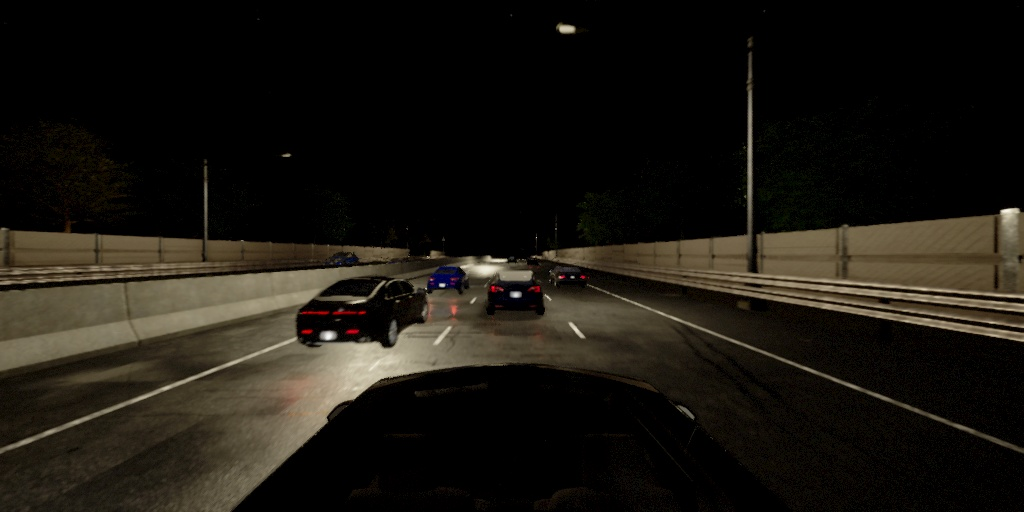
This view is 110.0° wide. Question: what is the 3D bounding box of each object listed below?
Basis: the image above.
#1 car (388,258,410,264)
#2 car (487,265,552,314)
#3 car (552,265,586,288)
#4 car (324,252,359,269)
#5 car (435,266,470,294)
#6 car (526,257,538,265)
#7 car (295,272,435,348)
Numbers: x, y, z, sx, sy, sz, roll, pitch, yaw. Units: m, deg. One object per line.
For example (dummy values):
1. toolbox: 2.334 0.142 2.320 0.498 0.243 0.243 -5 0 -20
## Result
1. car: -13.994 1.001 44.558 2.097 1.767 4.553 0 1 0
2. car: 0.103 1.276 13.871 2.163 1.488 4.792 0 0 -1
3. car: 3.603 1.300 23.812 2.033 1.411 5.357 0 0 0
4. car: -20.994 0.477 44.506 2.150 2.045 5.566 0 1 0
5. car: -3.497 1.288 20.267 1.812 1.442 4.674 0 0 0
6. car: 3.608 0.907 63.836 2.128 1.511 4.902 0 0 0
7. car: -3.499 1.274 9.261 1.837 1.490 4.892 0 0 0
